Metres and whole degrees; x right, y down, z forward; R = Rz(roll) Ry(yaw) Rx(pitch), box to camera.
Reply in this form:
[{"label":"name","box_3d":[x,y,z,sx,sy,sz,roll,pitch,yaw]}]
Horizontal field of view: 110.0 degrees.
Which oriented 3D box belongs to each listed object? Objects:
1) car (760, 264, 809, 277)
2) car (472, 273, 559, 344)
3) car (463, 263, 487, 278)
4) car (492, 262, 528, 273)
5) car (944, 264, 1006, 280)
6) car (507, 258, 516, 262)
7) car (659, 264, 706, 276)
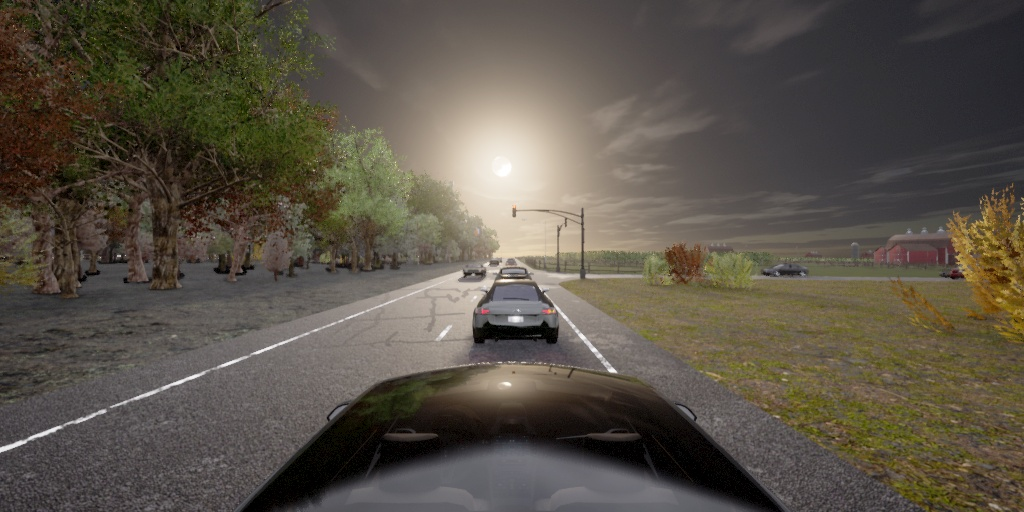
[{"label":"car","box_3d":[31.043,1.641,40.973,4.892,1.490,1.837,0,-1,0]},{"label":"car","box_3d":[0.083,1.314,9.625,1.994,1.385,4.181,0,0,0]},{"label":"car","box_3d":[-3.461,1.351,34.116,1.895,1.301,4.718,0,0,0]},{"label":"car","box_3d":[0.074,1.255,18.524,1.837,1.490,4.892,0,0,0]},{"label":"car","box_3d":[48.837,1.626,37.332,4.553,1.767,2.097,1,-1,0]},{"label":"car","box_3d":[-0.071,1.344,59.820,1.895,1.301,4.718,0,0,1]},{"label":"car","box_3d":[19.377,1.559,41.002,5.357,1.411,2.033,1,-1,0]}]
